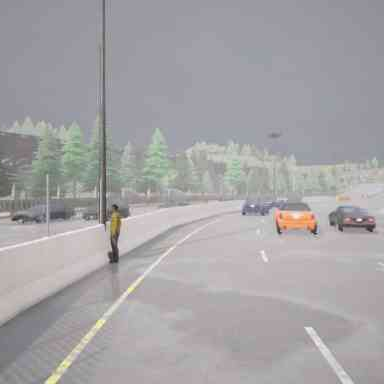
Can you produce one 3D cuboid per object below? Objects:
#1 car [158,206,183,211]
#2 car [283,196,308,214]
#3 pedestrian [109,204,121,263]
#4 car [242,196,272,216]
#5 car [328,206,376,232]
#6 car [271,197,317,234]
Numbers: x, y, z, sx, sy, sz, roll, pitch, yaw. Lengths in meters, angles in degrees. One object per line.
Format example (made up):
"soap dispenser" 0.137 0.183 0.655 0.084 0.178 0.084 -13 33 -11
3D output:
"car" -1.883 1.491 31.317 2.128 1.511 4.902 0 0 18
"car" 11.137 1.352 35.597 2.097 1.767 4.553 0 0 23
"pedestrian" -2.444 1.294 10.515 0.375 1.860 0.375 0 0 6
"car" 6.438 1.352 33.269 2.097 1.767 4.553 0 0 20
"car" 9.654 1.548 20.388 2.033 1.411 5.357 0 0 14
"car" 5.965 1.352 19.571 2.097 1.767 4.553 0 0 12
